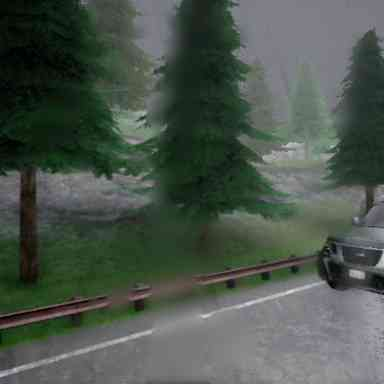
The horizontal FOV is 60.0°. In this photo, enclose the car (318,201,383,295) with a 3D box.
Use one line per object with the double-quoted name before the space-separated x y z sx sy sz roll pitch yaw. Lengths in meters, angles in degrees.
"car" 5.342 1.168 7.800 5.566 2.045 2.150 0 0 -35
